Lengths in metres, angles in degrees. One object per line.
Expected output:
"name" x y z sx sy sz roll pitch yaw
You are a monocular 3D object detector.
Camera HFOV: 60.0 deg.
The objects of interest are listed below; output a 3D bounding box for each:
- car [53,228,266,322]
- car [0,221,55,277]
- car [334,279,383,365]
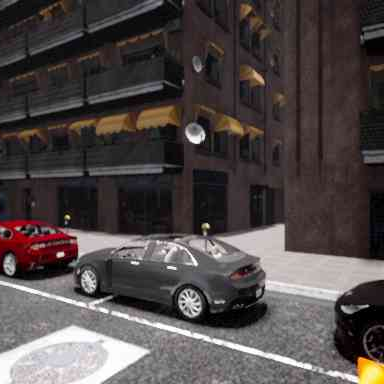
"car" -0.653 1.550 7.070 4.403 1.369 2.008 0 0 33
"car" -5.398 1.544 10.102 4.507 1.381 1.887 0 0 33
"car" 4.091 1.566 4.038 4.313 1.339 1.947 0 0 33
